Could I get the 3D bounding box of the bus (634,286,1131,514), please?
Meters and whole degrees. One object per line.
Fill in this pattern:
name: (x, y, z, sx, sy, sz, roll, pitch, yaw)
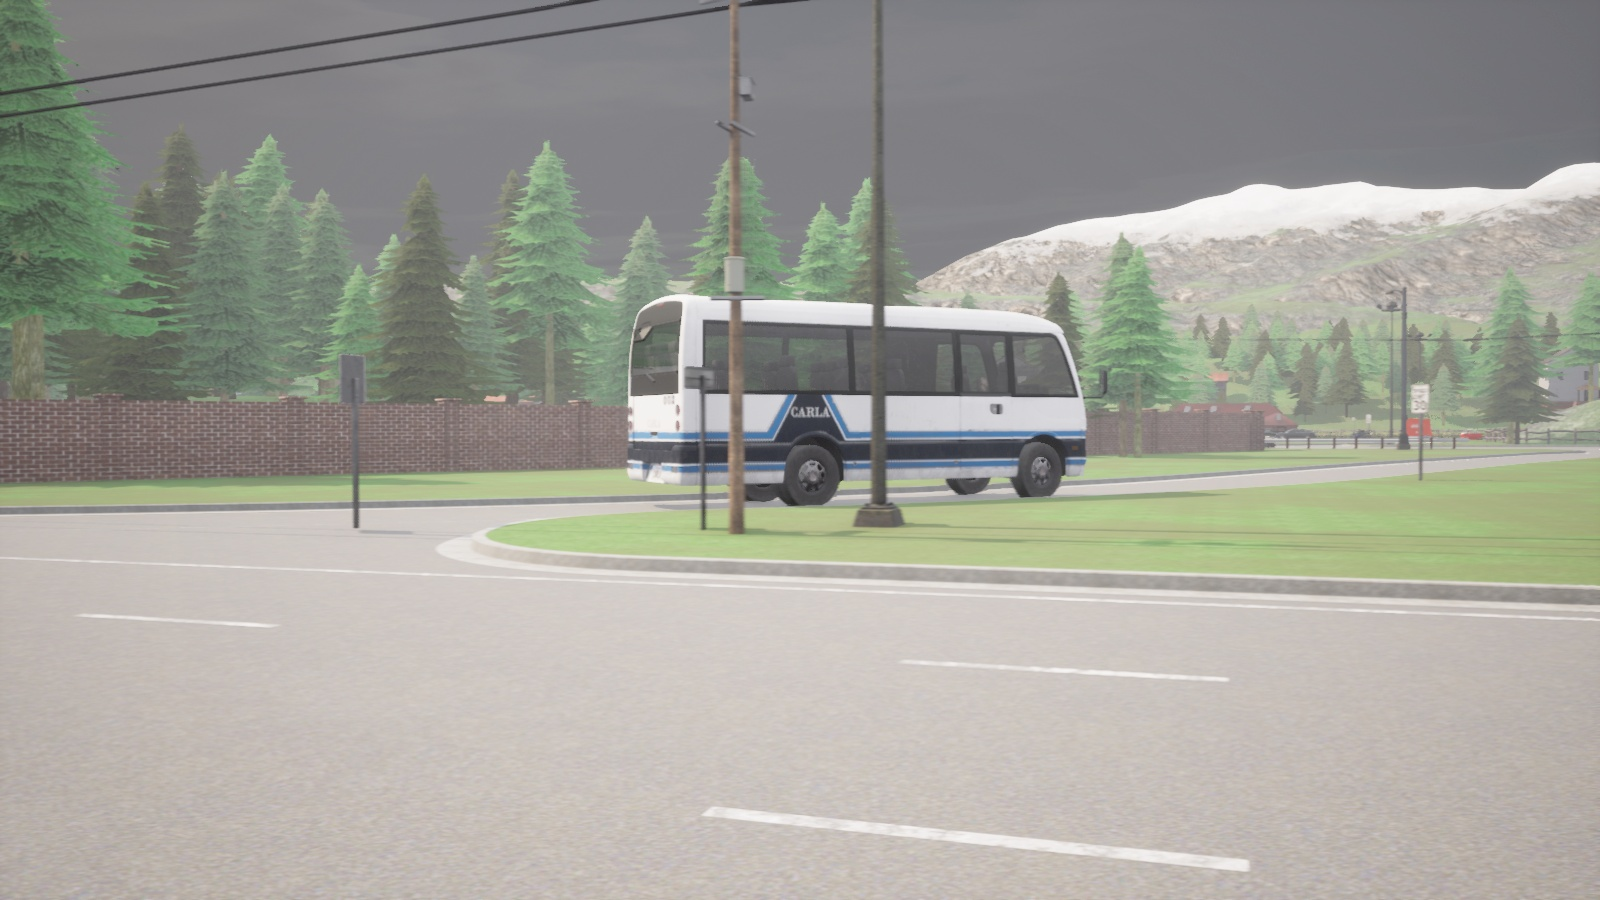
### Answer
bus: (1.911, -0.984, 27.530, 10.273, 4.253, 3.944, 0, 1, -27)
